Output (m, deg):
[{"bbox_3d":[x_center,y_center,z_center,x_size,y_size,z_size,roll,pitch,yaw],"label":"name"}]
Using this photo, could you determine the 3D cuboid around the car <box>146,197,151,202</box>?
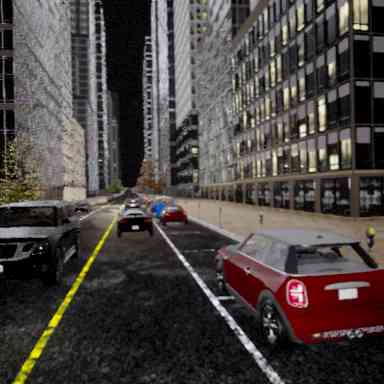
[{"bbox_3d":[-3.375,1.516,34.337,1.887,1.381,4.507,-2,0,-10],"label":"car"}]

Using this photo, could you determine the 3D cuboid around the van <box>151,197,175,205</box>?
[{"bbox_3d":[-2.359,1.307,28.736,1.690,1.788,3.998,-2,0,-10],"label":"van"}]

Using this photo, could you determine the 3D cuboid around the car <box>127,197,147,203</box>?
[{"bbox_3d":[-6.081,1.579,34.573,2.033,1.411,5.357,-1,0,-10],"label":"car"}]

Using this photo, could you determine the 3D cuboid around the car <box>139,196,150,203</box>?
[{"bbox_3d":[-10.529,1.546,73.535,2.008,1.369,4.403,-2,0,-10],"label":"car"}]

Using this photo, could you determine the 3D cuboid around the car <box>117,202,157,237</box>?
[{"bbox_3d":[-3.118,1.542,18.268,1.812,1.442,4.674,-1,0,-10],"label":"car"}]

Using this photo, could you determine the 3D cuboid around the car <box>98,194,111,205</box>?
[{"bbox_3d":[-17.721,1.711,66.276,1.752,1.417,4.829,-2,0,-10],"label":"car"}]

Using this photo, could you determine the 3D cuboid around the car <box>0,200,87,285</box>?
[{"bbox_3d":[-4.692,1.300,9.840,2.150,2.045,5.566,-1,0,-10],"label":"car"}]

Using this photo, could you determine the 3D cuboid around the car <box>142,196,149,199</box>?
[{"bbox_3d":[-5.419,1.531,45.536,2.008,1.369,4.403,-2,0,-10],"label":"car"}]

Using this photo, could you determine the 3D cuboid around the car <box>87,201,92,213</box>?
[{"bbox_3d":[-12.641,1.734,38.445,1.947,1.339,4.313,-2,0,-10],"label":"car"}]

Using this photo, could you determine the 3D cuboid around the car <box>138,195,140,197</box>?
[{"bbox_3d":[-9.506,1.559,67.935,1.947,1.339,4.313,-2,0,-10],"label":"car"}]

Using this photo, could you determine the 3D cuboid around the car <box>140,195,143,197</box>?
[{"bbox_3d":[-7.462,1.569,56.737,1.802,1.307,4.206,-2,0,-10],"label":"car"}]

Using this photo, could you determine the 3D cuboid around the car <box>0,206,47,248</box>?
[{"bbox_3d":[-8.558,1.587,16.047,1.967,1.590,4.097,-2,0,-10],"label":"car"}]

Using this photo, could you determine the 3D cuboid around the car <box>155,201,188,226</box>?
[{"bbox_3d":[-1.330,1.543,23.137,1.802,1.307,4.206,-2,0,-10],"label":"car"}]

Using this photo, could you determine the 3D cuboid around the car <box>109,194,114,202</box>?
[{"bbox_3d":[-19.801,1.504,77.641,2.192,1.841,5.009,-2,0,-10],"label":"car"}]

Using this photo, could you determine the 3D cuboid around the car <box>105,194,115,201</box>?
[{"bbox_3d":[-21.845,1.505,88.841,2.192,1.841,5.009,-2,0,-10],"label":"car"}]

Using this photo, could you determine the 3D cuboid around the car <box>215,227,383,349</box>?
[{"bbox_3d":[1.731,1.382,6.338,1.967,1.590,4.097,-2,0,-10],"label":"car"}]
